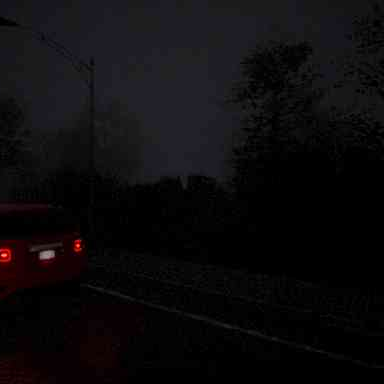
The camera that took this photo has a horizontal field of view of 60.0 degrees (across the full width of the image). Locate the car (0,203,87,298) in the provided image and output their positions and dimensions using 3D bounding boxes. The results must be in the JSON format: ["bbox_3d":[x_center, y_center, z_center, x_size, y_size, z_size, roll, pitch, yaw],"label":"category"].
[{"bbox_3d":[-4.769,1.279,8.020,5.566,2.045,2.150,0,0,41],"label":"car"}]
